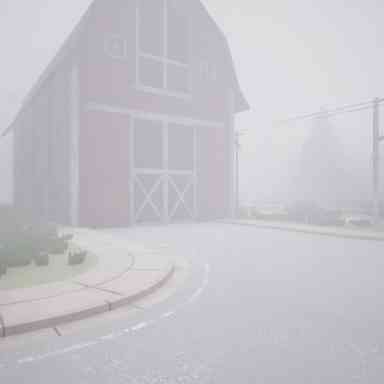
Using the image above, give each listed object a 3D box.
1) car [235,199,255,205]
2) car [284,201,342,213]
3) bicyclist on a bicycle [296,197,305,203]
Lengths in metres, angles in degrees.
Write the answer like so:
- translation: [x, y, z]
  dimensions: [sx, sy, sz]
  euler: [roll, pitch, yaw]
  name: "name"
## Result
- translation: [5.520, 1.552, 38.492]
  dimensions: [1.812, 1.442, 4.674]
  euler: [0, 0, -34]
  name: "car"
- translation: [10.951, 1.574, 30.610]
  dimensions: [2.033, 1.411, 5.357]
  euler: [0, 0, -35]
  name: "car"
- translation: [13.275, 1.322, 40.233]
  dimensions: [1.656, 1.620, 0.582]
  euler: [46, -25, -24]
  name: "bicyclist on a bicycle"
